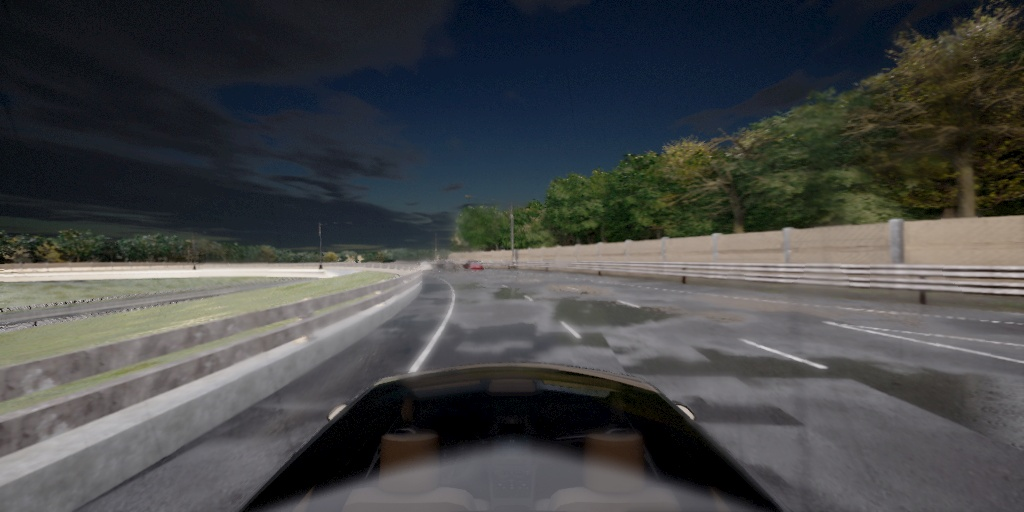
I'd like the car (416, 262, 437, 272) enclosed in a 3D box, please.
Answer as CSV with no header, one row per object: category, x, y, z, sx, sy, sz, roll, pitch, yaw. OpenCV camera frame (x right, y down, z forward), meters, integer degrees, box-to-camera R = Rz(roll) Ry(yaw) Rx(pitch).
car,-12.994,1.596,52.498,1.812,1.442,4.674,-1,0,-29

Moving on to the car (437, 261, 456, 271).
car,-9.986,1.501,54.226,2.128,1.511,4.902,-1,0,-29

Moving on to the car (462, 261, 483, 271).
car,-5.996,1.492,54.203,1.994,1.385,4.181,-1,0,-28
